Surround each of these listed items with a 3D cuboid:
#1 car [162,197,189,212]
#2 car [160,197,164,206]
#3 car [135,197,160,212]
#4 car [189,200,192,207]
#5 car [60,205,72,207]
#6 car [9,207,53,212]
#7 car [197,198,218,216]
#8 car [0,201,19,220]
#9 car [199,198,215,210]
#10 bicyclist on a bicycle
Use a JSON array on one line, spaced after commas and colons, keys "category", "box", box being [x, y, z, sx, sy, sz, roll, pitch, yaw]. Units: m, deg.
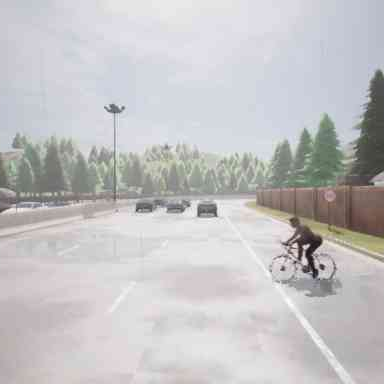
[{"category": "car", "box": [-1.785, 1.541, 38.177, 2.033, 1.411, 5.357, 0, 0, 3]}, {"category": "car", "box": [-4.768, 1.497, 48.989, 1.837, 1.490, 4.892, 0, 0, 4]}, {"category": "car", "box": [-5.271, 1.498, 38.577, 1.837, 1.490, 4.892, 0, 0, 3]}, {"category": "car", "box": [-1.212, 1.518, 49.626, 1.812, 1.442, 4.674, 0, 0, 4]}, {"category": "car", "box": [-12.744, 1.558, 31.366, 1.994, 1.385, 4.181, 0, 0, 3]}, {"category": "car", "box": [-12.915, 1.521, 26.135, 1.812, 1.442, 4.674, 0, 0, 3]}, {"category": "car", "box": [1.482, 1.484, 32.434, 2.128, 1.511, 4.902, 0, 0, 3]}, {"category": "car", "box": [-16.450, 1.521, 27.351, 1.812, 1.442, 4.674, 0, 0, 3]}, {"category": "car", "box": [2.039, 1.540, 44.843, 2.033, 1.411, 5.357, 0, 0, 3]}, {"category": "bicyclist on a bicycle", "box": [2.759, 1.449, 8.346, 1.656, 1.620, 0.582, -2, 0, 3]}]
